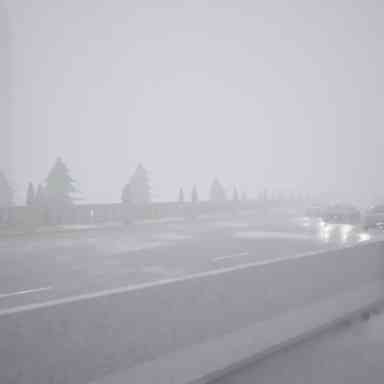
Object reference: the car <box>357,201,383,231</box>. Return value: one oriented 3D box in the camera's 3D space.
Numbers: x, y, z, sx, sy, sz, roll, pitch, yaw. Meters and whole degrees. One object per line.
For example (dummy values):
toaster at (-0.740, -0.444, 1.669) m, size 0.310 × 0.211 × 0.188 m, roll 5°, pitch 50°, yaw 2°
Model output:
car at (11.815, 1.527, 20.132) m, size 1.837 × 1.490 × 4.892 m, roll 0°, pitch 0°, yaw 41°

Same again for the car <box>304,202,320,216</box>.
car at (12.375, 1.655, 32.208) m, size 1.895 × 1.301 × 4.718 m, roll 0°, pitch 0°, yaw 34°

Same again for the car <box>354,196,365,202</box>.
car at (33.987, 1.570, 67.377) m, size 1.812 × 1.442 × 4.674 m, roll 0°, pitch 0°, yaw 31°

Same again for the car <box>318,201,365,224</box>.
car at (11.390, 1.601, 25.113) m, size 1.994 × 1.385 × 4.181 m, roll 0°, pitch 0°, yaw 38°

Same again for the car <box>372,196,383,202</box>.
car at (33.080, 1.549, 59.103) m, size 1.837 × 1.490 × 4.892 m, roll 0°, pitch 0°, yaw 31°
